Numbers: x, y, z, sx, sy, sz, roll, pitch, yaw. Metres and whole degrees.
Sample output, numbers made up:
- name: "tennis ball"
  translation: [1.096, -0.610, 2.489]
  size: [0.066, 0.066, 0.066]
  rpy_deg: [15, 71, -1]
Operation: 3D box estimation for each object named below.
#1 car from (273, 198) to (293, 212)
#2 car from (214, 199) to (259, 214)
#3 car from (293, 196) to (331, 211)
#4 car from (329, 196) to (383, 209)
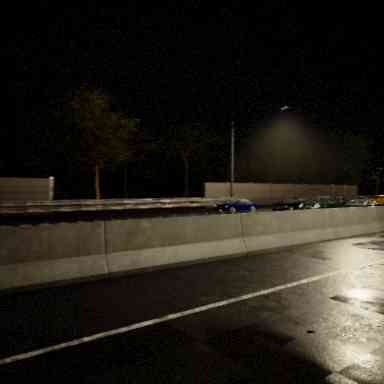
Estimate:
- name: "car"
  translation: [10.258, 1.290, 33.461]
  size: [5.008, 1.535, 1.882]
  rpy_deg: [-1, 1, -36]
- name: "car"
  translation: [4.379, 1.391, 32.554]
  size: [4.718, 1.301, 1.895]
  rpy_deg: [0, 1, -40]
- name: "car"
  translation: [11.744, 1.194, 30.208]
  size: [4.553, 1.767, 2.097]
  rpy_deg: [0, 0, -36]
- name: "car"
  translation: [13.850, 1.363, 27.415]
  size: [4.902, 1.511, 2.128]
  rpy_deg: [0, 0, -36]
